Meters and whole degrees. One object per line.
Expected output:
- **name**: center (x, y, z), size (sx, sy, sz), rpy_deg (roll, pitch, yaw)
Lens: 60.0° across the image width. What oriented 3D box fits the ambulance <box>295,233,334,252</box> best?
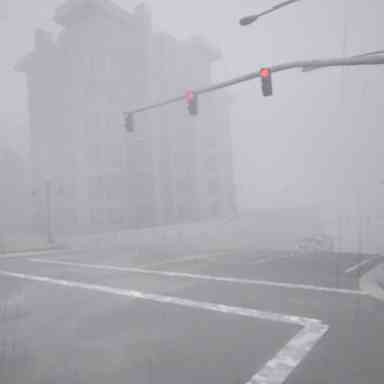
- **ambulance**: center (12.717, 5.603, 34.485), size (2.351, 2.431, 6.366), rpy_deg (-5, -15, 38)
